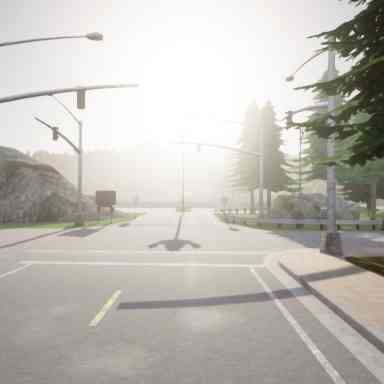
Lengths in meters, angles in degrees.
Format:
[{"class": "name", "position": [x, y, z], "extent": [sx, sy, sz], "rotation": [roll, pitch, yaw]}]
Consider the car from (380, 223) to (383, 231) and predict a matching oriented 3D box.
[{"class": "car", "position": [15.040, 2.056, 21.130], "extent": [5.357, 1.411, 2.033], "rotation": [0, -1, -2]}]
